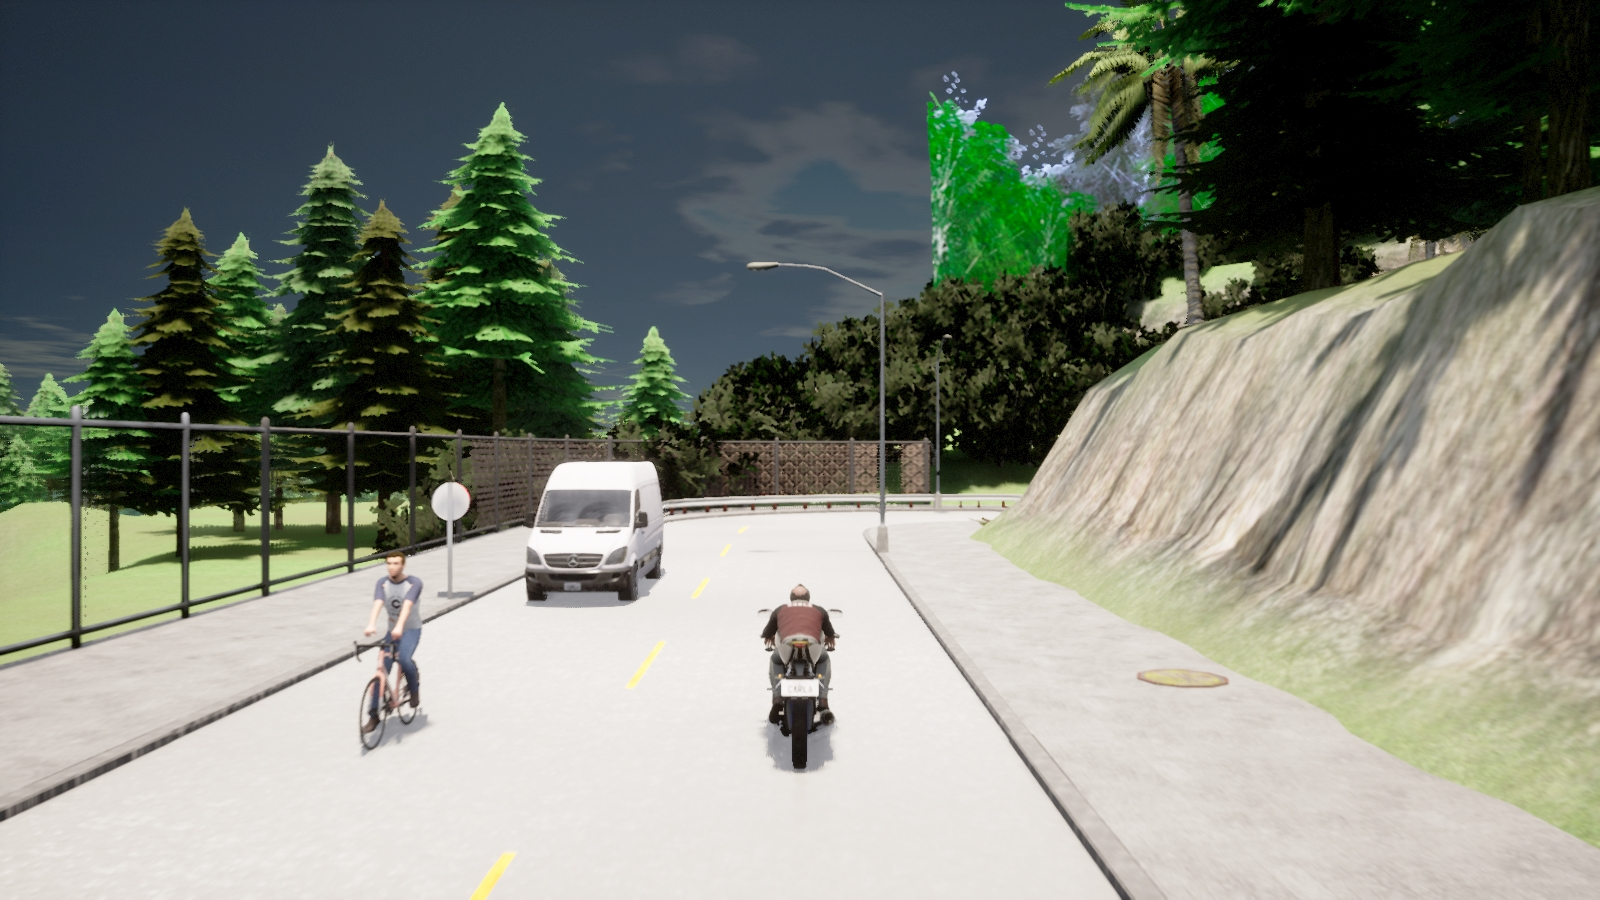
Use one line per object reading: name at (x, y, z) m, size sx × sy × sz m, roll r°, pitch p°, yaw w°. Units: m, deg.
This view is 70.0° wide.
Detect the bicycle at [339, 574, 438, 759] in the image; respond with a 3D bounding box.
bicycle at (-3.996, 2.055, 11.196) m, size 0.373 × 1.496 × 1.643 m, roll 0°, pitch 0°, yaw 0°

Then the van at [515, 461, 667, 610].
van at (-4.014, 1.533, 23.037) m, size 1.988 × 2.561 × 5.915 m, roll 0°, pitch 0°, yaw 0°

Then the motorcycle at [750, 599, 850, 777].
motorcycle at (0.000, 2.204, 10.974) m, size 0.867 × 1.251 × 2.209 m, roll 0°, pitch 0°, yaw 0°
